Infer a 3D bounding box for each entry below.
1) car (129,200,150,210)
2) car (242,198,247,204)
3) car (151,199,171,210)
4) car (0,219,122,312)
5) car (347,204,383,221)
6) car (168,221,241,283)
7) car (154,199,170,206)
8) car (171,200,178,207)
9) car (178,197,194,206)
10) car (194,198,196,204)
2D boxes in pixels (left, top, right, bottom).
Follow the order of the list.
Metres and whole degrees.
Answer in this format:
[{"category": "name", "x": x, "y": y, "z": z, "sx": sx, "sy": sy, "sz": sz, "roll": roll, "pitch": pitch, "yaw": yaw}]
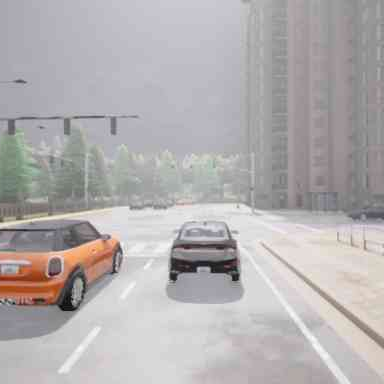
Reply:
[{"category": "car", "x": -8.797, "y": 2.192, "z": 54.163, "sx": 2.033, "sy": 1.411, "sz": 5.357, "roll": 0, "pitch": -1, "yaw": 2}, {"category": "car", "x": 15.820, "y": 2.462, "z": 89.464, "sx": 4.553, "sy": 1.767, "sz": 2.097, "roll": 0, "pitch": -1, "yaw": -22}, {"category": "car", "x": -5.197, "y": 2.027, "z": 56.274, "sx": 2.097, "sy": 1.767, "sz": 4.553, "roll": 0, "pitch": -1, "yaw": 1}, {"category": "car", "x": -3.191, "y": 1.447, "z": 8.119, "sx": 2.097, "sy": 1.767, "sz": 4.553, "roll": 0, "pitch": -1, "yaw": 2}, {"category": "car", "x": 17.357, "y": 1.970, "z": 31.712, "sx": 4.892, "sy": 1.490, "sz": 1.837, "roll": 0, "pitch": -1, "yaw": 1}, {"category": "car", "x": 0.399, "y": 1.616, "z": 10.110, "sx": 2.128, "sy": 1.511, "sz": 4.902, "roll": 0, "pitch": -1, "yaw": 3}, {"category": "car", "x": -6.592, "y": 2.365, "z": 73.932, "sx": 1.882, "sy": 1.535, "sz": 5.008, "roll": 0, "pitch": -1, "yaw": 18}, {"category": "car", "x": -4.690, "y": 2.339, "z": 65.790, "sx": 2.033, "sy": 1.411, "sz": 5.357, "roll": 0, "pitch": -1, "yaw": 6}, {"category": "car", "x": -2.057, "y": 2.396, "z": 75.941, "sx": 1.882, "sy": 1.535, "sz": 5.008, "roll": 0, "pitch": -1, "yaw": 23}, {"category": "car", "x": -1.293, "y": 2.245, "z": 84.242, "sx": 2.150, "sy": 2.045, "sz": 5.566, "roll": 0, "pitch": -1, "yaw": 36}]
